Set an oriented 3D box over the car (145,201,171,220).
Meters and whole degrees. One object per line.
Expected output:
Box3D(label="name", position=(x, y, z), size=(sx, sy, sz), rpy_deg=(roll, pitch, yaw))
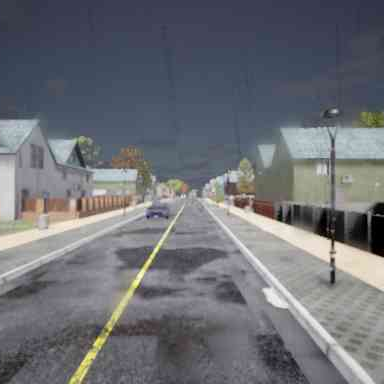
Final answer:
Box3D(label="car", position=(-2.747, 1.511, 28.237), size=(2.033, 1.411, 5.357), rpy_deg=(0, 0, 0))
